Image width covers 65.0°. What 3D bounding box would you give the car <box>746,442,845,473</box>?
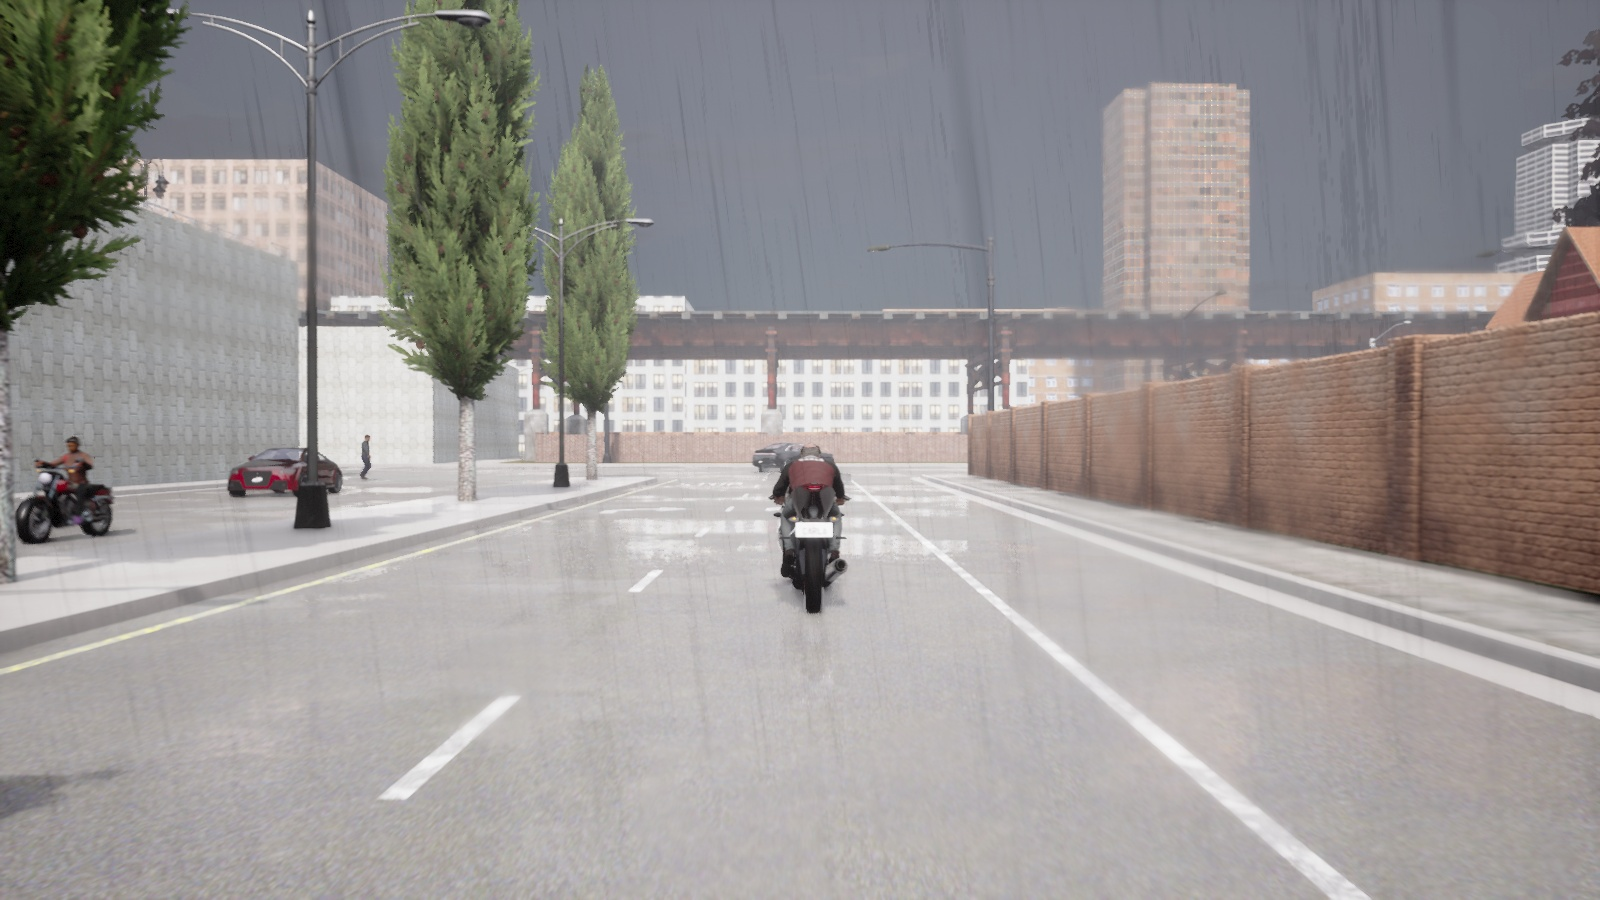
[{"bbox_3d":[-0.183,0.347,63.401,2.128,1.511,4.902,0,0,44],"label":"car"}]

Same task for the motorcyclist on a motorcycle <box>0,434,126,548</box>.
[{"bbox_3d":[-11.374,0.580,19.290,0.766,1.649,2.350,0,0,0],"label":"motorcyclist on a motorcycle"}]

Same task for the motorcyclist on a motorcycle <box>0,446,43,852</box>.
[{"bbox_3d":[-3.465,0.757,3.913,0.866,1.530,2.191,0,0,1],"label":"motorcyclist on a motorcycle"}]

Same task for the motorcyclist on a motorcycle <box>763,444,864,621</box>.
[{"bbox_3d":[0.097,0.714,11.981,0.866,1.530,2.191,0,0,-1],"label":"motorcyclist on a motorcycle"}]

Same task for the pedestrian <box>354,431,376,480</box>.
[{"bbox_3d":[-17.214,0.211,49.722,0.788,1.949,0.423,0,0,-11],"label":"pedestrian"}]

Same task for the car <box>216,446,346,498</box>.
[{"bbox_3d":[-14.779,0.597,36.031,1.994,1.385,4.181,0,0,0],"label":"car"}]
